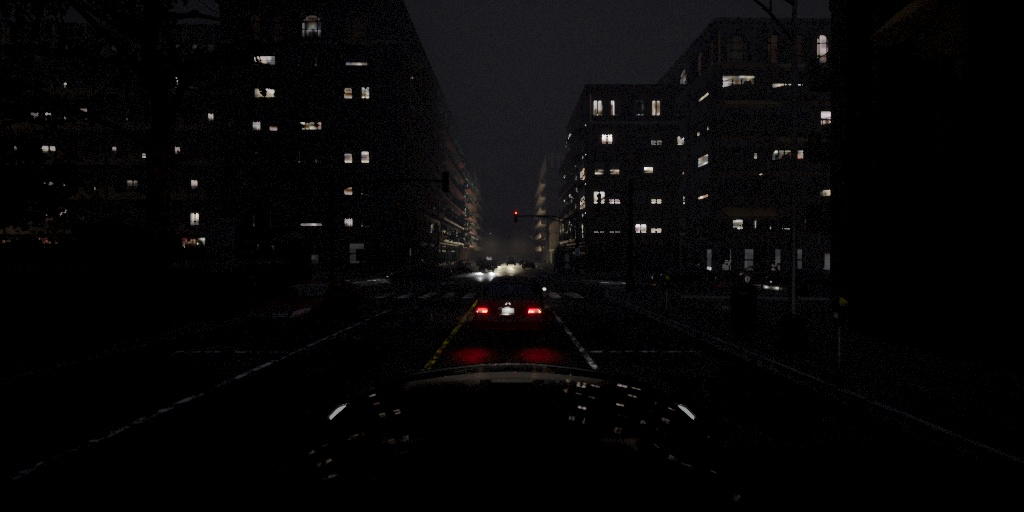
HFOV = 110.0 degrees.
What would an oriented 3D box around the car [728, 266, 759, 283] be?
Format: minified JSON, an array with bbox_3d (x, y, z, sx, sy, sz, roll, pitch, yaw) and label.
[{"bbox_3d":[21.293,1.571,31.431,4.097,1.591,1.967,0,0,-1],"label":"car"}]

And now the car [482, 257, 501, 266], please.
[{"bbox_3d":[-3.251,1.296,58.058,2.033,1.411,5.357,0,0,0],"label":"car"}]

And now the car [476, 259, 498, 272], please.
[{"bbox_3d":[-3.227,1.349,46.437,1.895,1.301,4.718,0,0,0],"label":"car"}]

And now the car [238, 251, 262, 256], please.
[{"bbox_3d":[-17.606,0.694,25.075,5.566,2.045,2.150,1,0,-1],"label":"car"}]

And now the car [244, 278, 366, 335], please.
[{"bbox_3d":[-5.713,1.331,10.502,1.802,1.307,4.207,0,0,0],"label":"car"}]

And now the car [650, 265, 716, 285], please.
[{"bbox_3d":[13.690,1.502,28.752,4.902,1.511,2.128,1,0,-1],"label":"car"}]

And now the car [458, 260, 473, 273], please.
[{"bbox_3d":[-5.811,1.188,42.912,1.967,1.591,4.097,0,0,0],"label":"car"}]

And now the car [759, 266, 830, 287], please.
[{"bbox_3d":[23.499,1.732,28.906,5.357,1.411,2.033,1,0,-1],"label":"car"}]

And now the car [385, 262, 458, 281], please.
[{"bbox_3d":[-7.525,1.256,29.484,5.357,1.411,2.033,1,1,-35],"label":"car"}]

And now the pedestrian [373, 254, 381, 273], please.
[{"bbox_3d":[-12.807,0.652,33.884,0.375,1.860,0.375,0,-1,-1],"label":"pedestrian"}]

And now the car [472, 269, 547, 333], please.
[{"bbox_3d":[0.052,1.297,10.715,2.033,1.411,5.357,0,0,3],"label":"car"}]

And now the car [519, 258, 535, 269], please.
[{"bbox_3d":[2.535,1.299,54.209,2.007,1.370,4.403,0,0,0],"label":"car"}]
